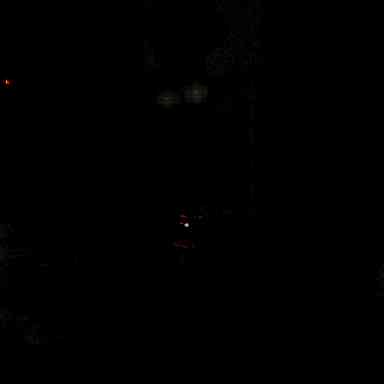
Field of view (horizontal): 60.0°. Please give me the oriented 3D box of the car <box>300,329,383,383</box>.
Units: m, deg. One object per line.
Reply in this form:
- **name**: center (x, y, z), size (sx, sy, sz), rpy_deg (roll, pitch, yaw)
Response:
- **car**: center (2.738, 1.315, 0.853), size (5.009, 1.841, 2.192), rpy_deg (0, 0, 36)

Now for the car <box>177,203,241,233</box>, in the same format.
- **car**: center (1.124, 1.427, 19.078), size (1.837, 1.490, 4.892), rpy_deg (0, 0, 35)
